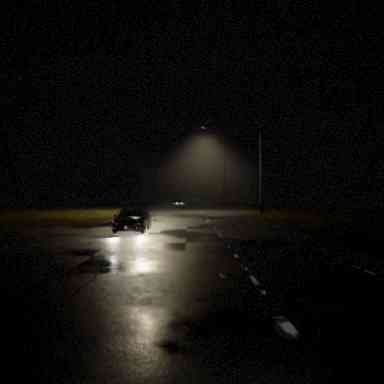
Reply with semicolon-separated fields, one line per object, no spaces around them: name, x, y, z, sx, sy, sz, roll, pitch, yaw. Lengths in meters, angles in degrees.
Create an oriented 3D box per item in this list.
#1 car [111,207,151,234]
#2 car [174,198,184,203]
car;-3.694;1.739;20.826;1.837;1.490;4.892;0;-1;0
car;-3.258;2.148;85.463;1.994;1.385;4.181;0;0;7
